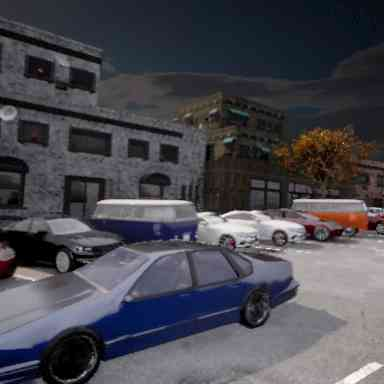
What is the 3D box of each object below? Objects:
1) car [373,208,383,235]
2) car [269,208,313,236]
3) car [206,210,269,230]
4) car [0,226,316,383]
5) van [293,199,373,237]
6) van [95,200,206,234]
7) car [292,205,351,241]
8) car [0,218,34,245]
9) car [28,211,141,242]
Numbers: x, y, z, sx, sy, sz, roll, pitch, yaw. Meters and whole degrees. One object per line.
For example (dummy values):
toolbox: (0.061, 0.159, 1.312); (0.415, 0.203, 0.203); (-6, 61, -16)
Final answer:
car: (10.091, 1.713, 20.730); (5.008, 1.535, 2.097); (0, -2, 35)
car: (2.920, 1.590, 15.659); (4.674, 1.452, 2.002); (-1, -1, 35)
car: (0.523, 1.562, 13.958); (4.674, 1.452, 2.002); (-1, -1, 35)
car: (-0.507, 1.557, 5.466); (5.357, 1.411, 2.033); (0, 0, -35)
van: (7.607, 1.415, 19.107); (4.442, 1.987, 1.878); (-1, -1, 35)
van: (-1.964, 1.275, 12.323); (4.442, 1.987, 1.878); (-1, -1, 35)
car: (5.333, 1.616, 17.328); (4.792, 1.488, 2.163); (-1, -1, 35)
car: (-6.619, 1.502, 8.839); (4.792, 1.488, 2.163); (-1, -1, 35)
car: (-4.262, 1.483, 10.560); (5.008, 1.535, 2.097); (-1, -1, 35)
